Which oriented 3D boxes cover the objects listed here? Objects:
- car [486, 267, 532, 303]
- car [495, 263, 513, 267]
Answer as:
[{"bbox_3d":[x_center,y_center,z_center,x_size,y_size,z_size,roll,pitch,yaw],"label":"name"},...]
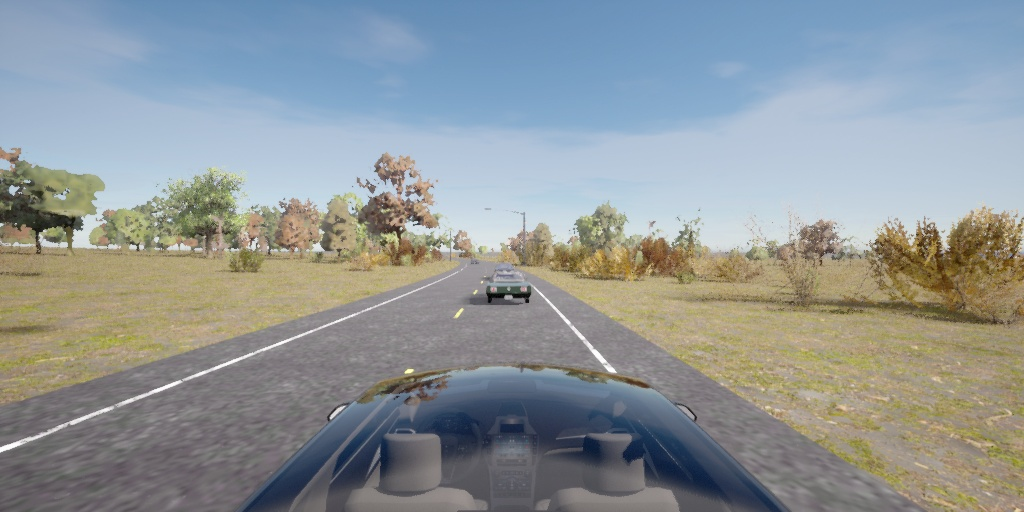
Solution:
[{"bbox_3d":[-0.177,1.362,16.592,1.895,1.301,4.718,0,0,-1],"label":"car"},{"bbox_3d":[-0.707,1.300,31.594,2.033,1.411,5.357,0,0,-3],"label":"car"}]
